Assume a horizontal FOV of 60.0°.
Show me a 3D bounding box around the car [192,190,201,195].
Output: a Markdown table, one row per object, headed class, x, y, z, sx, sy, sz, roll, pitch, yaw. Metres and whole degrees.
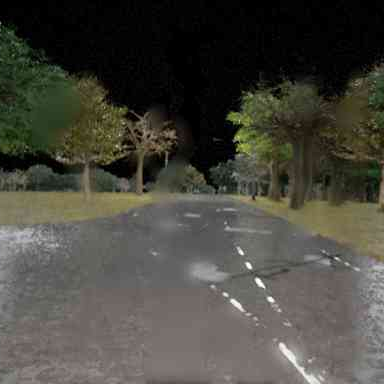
| class | x | y | z | sx | sy | sz | roll | pitch | yaw |
| --- | --- | --- | --- | --- | --- | --- | --- | --- | --- |
| car | 1.291 | 0.039 | 89.293 | 1.994 | 1.385 | 4.181 | 2 | 0 | 9 |
